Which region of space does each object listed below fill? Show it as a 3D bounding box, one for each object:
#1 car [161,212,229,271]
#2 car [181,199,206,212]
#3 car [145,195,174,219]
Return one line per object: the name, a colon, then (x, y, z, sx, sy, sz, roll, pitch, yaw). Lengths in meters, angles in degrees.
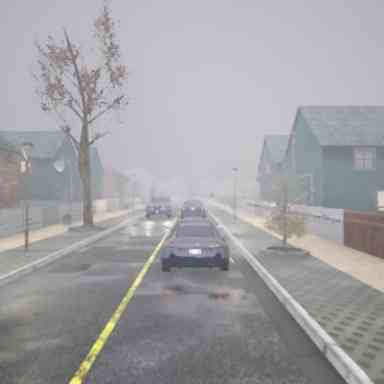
car: (0.090, 1.586, 11.005, 1.994, 1.385, 4.181, 0, 0, 0)
car: (0.091, 1.416, 29.089, 2.097, 1.767, 4.553, 0, 0, 0)
car: (-2.852, 1.288, 30.034, 2.150, 2.045, 5.566, 0, 0, 0)
